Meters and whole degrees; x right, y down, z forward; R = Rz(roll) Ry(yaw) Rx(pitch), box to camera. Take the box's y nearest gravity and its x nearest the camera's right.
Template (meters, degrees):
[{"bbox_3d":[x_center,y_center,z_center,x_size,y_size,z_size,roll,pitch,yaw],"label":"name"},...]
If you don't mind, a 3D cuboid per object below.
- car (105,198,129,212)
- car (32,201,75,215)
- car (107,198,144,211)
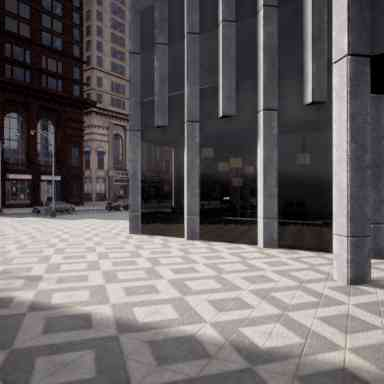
[{"bbox_3d":[-7.905,1.586,39.061,1.837,1.490,4.892,0,0,36],"label":"car"},{"bbox_3d":[-14.601,1.630,35.197,1.994,1.385,4.181,0,0,36],"label":"car"},{"bbox_3d":[-8.640,1.600,43.522,1.837,1.490,4.892,0,0,36],"label":"car"}]
